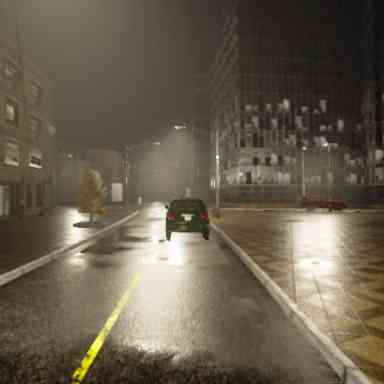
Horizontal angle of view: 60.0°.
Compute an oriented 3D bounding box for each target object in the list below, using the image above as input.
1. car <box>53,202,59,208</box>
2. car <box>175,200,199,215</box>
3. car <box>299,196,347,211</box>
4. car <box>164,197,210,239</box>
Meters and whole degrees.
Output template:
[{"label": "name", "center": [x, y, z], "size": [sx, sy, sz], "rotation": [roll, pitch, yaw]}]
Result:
[{"label": "car", "center": [-21.708, 1.754, 49.072], "size": [4.313, 1.339, 1.947], "rotation": [0, -1, 16]}, {"label": "car", "center": [-0.526, 1.672, 36.876], "size": [1.812, 1.442, 4.674], "rotation": [-1, 0, 10]}, {"label": "car", "center": [14.914, 1.335, 38.122], "size": [5.009, 1.841, 2.192], "rotation": [0, -1, 16]}, {"label": "car", "center": [-0.290, 1.296, 17.835], "size": [2.150, 2.045, 5.566], "rotation": [0, 0, -2]}]
